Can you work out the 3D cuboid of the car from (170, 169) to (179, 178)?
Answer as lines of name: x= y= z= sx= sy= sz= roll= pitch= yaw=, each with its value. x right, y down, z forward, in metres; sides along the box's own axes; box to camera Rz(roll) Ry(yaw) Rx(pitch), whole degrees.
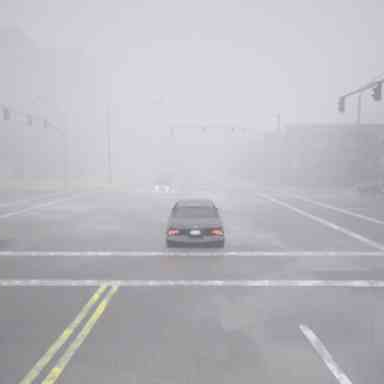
car: x=-3.554 y=-2.481 z=52.132 sx=1.837 sy=1.490 sz=4.892 roll=0 pitch=5 yaw=0

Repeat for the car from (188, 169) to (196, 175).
car: x=0.022 y=-5.071 z=82.820 sx=1.837 sy=1.490 sz=4.892 roll=0 pitch=5 yaw=0

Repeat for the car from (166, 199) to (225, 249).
car: x=0.100 y=0.963 z=11.777 sx=2.033 sy=1.411 sz=5.357 roll=0 pitch=5 yaw=0

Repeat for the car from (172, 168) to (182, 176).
car: x=-3.484 y=-3.305 z=62.423 sx=2.033 sy=1.411 sz=5.357 roll=0 pitch=5 yaw=0

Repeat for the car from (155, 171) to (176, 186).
car: x=-3.585 y=-1.632 z=42.560 sx=2.033 sy=1.411 sz=5.357 roll=0 pitch=5 yaw=0

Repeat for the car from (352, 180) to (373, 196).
car: x=16.282 y=-0.485 z=28.255 sx=4.902 sy=1.511 sz=2.128 roll=0 pitch=5 yaw=0

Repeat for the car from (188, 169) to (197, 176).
car: x=0.019 y=-4.219 z=72.441 sx=1.882 sy=1.535 sz=5.008 roll=0 pitch=5 yaw=0

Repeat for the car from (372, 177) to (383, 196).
car: x=17.030 y=-0.459 z=24.738 sx=5.566 sy=2.045 sz=2.150 roll=0 pitch=5 yaw=0
